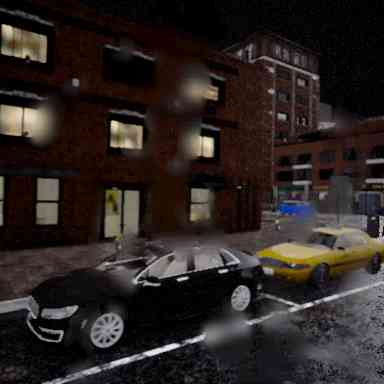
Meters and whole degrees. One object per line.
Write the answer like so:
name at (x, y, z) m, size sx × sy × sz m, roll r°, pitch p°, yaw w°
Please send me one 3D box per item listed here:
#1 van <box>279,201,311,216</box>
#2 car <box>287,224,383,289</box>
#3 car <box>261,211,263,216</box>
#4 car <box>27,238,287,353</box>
van at (12.522, 2.005, 40.519) m, size 1.690 × 1.788 × 3.998 m, roll 1°, pitch -1°, yaw -35°
car at (3.827, 1.616, 9.439) m, size 4.829 × 1.417 × 1.752 m, roll 1°, pitch 1°, yaw -35°
car at (5.627, 1.994, 35.753) m, size 1.947 × 1.339 × 4.313 m, roll 1°, pitch -1°, yaw -35°
car at (-0.567, 1.583, 6.098) m, size 4.403 × 1.369 × 2.008 m, roll 1°, pitch 1°, yaw -35°
